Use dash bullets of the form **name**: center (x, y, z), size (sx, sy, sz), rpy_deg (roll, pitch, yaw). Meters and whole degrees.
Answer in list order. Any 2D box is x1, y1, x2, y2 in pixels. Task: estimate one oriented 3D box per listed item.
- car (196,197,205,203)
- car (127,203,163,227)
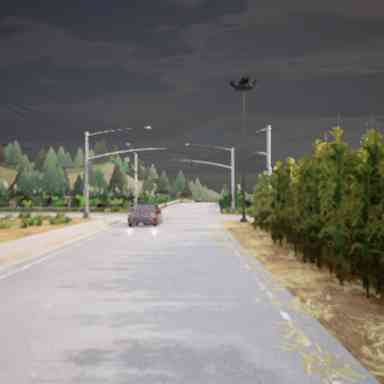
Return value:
- **car**: center (2.121, 2.077, 83.361), size (2.128, 1.511, 4.902), rpy_deg (0, -3, 8)
- **car**: center (-3.439, 1.630, 25.014), size (2.097, 1.767, 4.553), rpy_deg (0, -1, 1)
